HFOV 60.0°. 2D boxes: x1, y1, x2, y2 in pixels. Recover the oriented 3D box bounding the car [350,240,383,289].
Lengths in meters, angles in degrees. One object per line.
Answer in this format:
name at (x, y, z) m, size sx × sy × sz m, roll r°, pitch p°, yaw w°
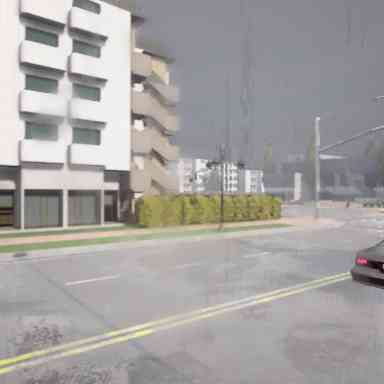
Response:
car at (6.042, 1.568, 8.125) m, size 5.357 × 1.411 × 2.033 m, roll 0°, pitch 0°, yaw -35°
